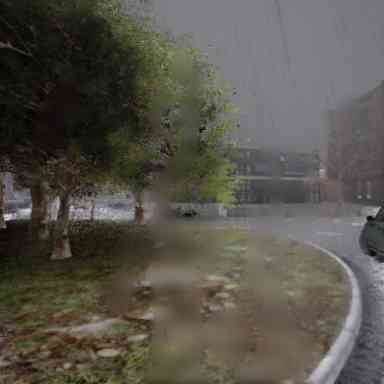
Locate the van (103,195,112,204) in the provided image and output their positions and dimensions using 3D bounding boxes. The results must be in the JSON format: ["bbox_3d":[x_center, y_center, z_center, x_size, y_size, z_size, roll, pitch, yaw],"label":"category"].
[{"bbox_3d":[-16.691,2.132,73.477,4.442,1.987,1.878,0,0,-18],"label":"van"}]

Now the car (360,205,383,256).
[{"bbox_3d":[7.151,1.368,10.753,2.150,2.045,5.566,0,-1,16],"label":"car"}]

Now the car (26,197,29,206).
[{"bbox_3d":[-34.628,2.273,63.774,5.008,1.535,2.097,0,0,-18],"label":"car"}]

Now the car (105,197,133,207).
[{"bbox_3d":[-14.058,2.337,65.558,4.792,1.488,2.163,0,0,-18],"label":"car"}]

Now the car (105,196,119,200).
[{"bbox_3d":[-15.661,2.219,70.753,4.553,1.767,2.185,0,0,-18],"label":"car"}]

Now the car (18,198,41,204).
[{"bbox_3d":[-41.388,2.327,84.774,5.008,1.535,2.097,0,0,-18],"label":"car"}]

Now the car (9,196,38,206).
[{"bbox_3d":[-38.875,2.062,76.893,5.566,2.045,2.435,0,0,-18],"label":"car"}]

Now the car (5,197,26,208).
[{"bbox_3d":[-33.747,2.132,61.156,4.553,1.767,2.185,0,0,-18],"label":"car"}]

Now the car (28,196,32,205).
[{"bbox_3d":[-36.283,2.170,69.034,4.553,1.767,2.185,0,0,-18],"label":"car"}]

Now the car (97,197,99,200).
[{"bbox_3d":[-22.554,2.133,92.030,5.566,2.045,2.435,0,0,-18],"label":"car"}]

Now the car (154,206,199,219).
[{"bbox_3d":[-1.704,2.117,35.092,4.718,1.301,1.895,-1,-1,32],"label":"car"}]

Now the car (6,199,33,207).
[{"bbox_3d":[-37.165,2.305,71.651,4.892,1.521,2.231,0,0,-18],"label":"car"}]

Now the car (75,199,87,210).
[{"bbox_3d":[-19.490,2.247,58.265,1.882,1.535,5.008,0,-1,-20],"label":"car"}]

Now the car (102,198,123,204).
[{"bbox_3d":[-21.463,2.378,89.329,5.366,1.575,1.946,0,0,-18],"label":"car"}]

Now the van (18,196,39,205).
[{"bbox_3d":[-40.426,2.096,82.187,4.442,1.987,1.878,0,0,-18],"label":"van"}]

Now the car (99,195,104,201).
[{"bbox_3d":[-20.762,2.126,86.635,5.566,2.045,2.435,0,0,-18],"label":"car"}]

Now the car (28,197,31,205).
[{"bbox_3d":[-35.465,2.325,66.399,4.674,1.452,2.002,0,0,-18],"label":"car"}]
